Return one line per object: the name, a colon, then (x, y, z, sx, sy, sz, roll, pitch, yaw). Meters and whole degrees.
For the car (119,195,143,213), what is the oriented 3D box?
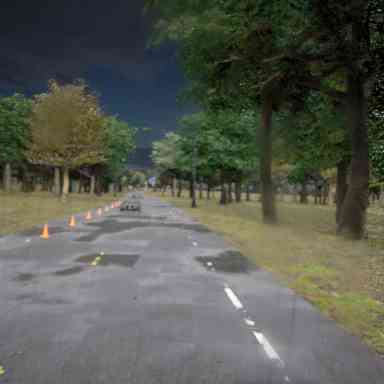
car: (-6.111, 1.333, 33.342, 1.994, 1.385, 4.181, 2, 0, -7)

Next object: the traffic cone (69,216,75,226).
traffic cone: (-7.183, 1.718, 20.075, 0.340, 0.580, 0.340, 2, 0, -6)

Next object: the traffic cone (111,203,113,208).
traffic cone: (-9.542, 1.623, 39.890, 0.340, 0.580, 0.340, 2, 0, -7)

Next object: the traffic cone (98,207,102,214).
traffic cone: (-8.326, 1.670, 29.986, 0.340, 0.580, 0.340, 2, 0, -7)

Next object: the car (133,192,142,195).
car: (-14.065, 0.870, 86.042, 2.097, 1.767, 4.553, 2, 0, -17)
